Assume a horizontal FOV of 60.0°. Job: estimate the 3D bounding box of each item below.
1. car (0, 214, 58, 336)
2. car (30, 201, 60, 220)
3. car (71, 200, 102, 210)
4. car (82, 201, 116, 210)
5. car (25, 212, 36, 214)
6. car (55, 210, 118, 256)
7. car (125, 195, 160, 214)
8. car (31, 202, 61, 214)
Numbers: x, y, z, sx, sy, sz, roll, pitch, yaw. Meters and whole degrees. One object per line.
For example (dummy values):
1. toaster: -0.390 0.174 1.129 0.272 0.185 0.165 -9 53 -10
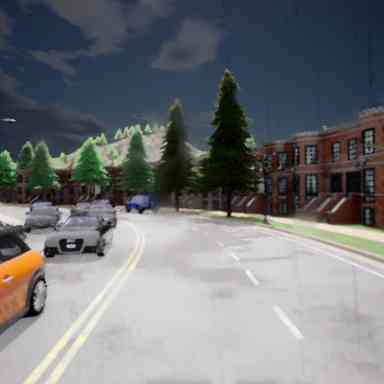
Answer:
1. car: -3.750 1.387 4.462 2.097 1.767 4.553 0 0 -2
2. car: -13.667 1.647 30.776 1.882 1.535 5.008 0 0 -32
3. car: -10.349 1.718 31.991 1.994 1.385 4.181 0 0 -31
4. car: -6.230 1.596 22.827 2.128 1.511 4.902 0 0 -19
5. car: -7.424 1.622 11.003 2.033 1.411 5.357 0 0 -3
6. car: -4.254 1.628 13.088 1.994 1.385 4.181 0 0 -7
7. car: -5.683 1.369 37.821 2.150 2.045 5.566 0 0 -34
8. car: -9.317 1.621 21.173 1.837 1.490 4.892 0 0 -18
